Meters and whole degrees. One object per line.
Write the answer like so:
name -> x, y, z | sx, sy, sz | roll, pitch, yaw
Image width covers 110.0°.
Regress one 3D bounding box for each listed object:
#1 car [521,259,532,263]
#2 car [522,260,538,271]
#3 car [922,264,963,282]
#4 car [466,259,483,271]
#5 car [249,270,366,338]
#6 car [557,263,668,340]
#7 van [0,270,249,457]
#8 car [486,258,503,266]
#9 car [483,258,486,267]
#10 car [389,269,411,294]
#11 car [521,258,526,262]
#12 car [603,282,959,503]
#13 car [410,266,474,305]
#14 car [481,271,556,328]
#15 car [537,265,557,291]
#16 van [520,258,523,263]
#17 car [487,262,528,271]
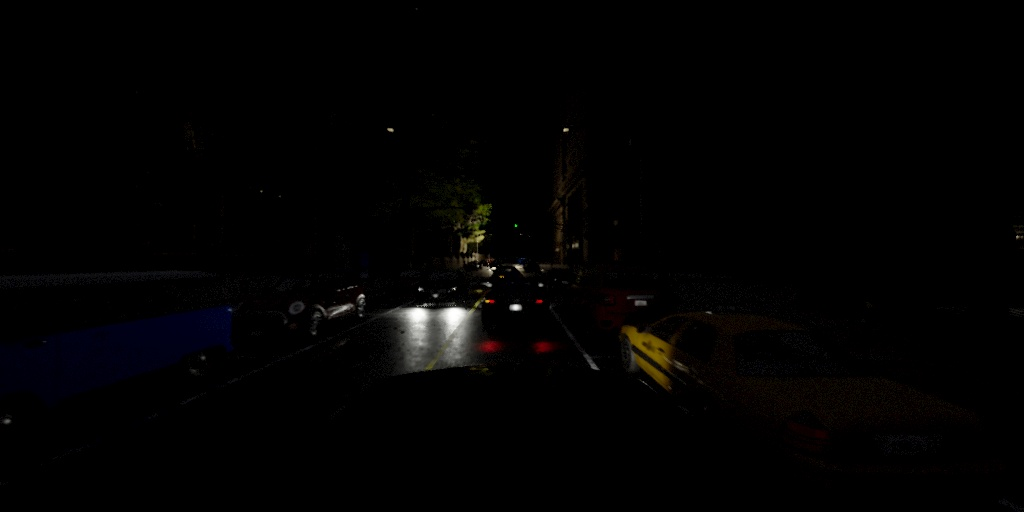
car -> 2.765, 1.542, 52.768 | 1.948, 1.339, 4.313 | 0, 0, 0
car -> 2.765, 1.520, 47.348 | 1.948, 1.339, 4.313 | 0, 0, 0
car -> 43.142, 1.790, 35.449 | 5.566, 2.045, 2.150 | 1, 0, 1
car -> -5.760, 1.528, 52.788 | 2.007, 1.370, 4.403 | 0, 0, 0
car -> -5.762, 1.230, 10.076 | 1.967, 1.591, 4.097 | 0, 0, 0
car -> 2.763, 1.105, 10.060 | 2.192, 1.841, 5.009 | 0, 0, 0
van -> -5.762, 1.105, 4.650 | 1.690, 1.789, 3.998 | 0, 0, 0
car -> -3.023, 1.501, 64.438 | 1.882, 1.535, 5.008 | 0, 0, 1
car -> -5.760, 1.439, 58.208 | 1.967, 1.591, 4.097 | 0, 0, 0
car -> -5.762, 1.422, 20.929 | 1.802, 1.307, 4.207 | 0, 0, 0
car -> 2.765, 1.524, 58.359 | 1.751, 1.417, 4.829 | 0, 0, 0
car -> 2.763, 1.290, 4.805 | 1.751, 1.417, 4.829 | 0, 0, 0
car -> -3.073, 1.347, 16.756 | 1.812, 1.442, 4.674 | 0, 0, 0
car -> 0.102, 1.360, 11.600 | 1.994, 1.385, 4.181 | 0, 0, 0
car -> 2.764, 1.406, 20.911 | 1.948, 1.339, 4.313 | 0, 0, 0
van -> 2.766, 1.361, 63.609 | 1.690, 1.789, 3.998 | 0, 0, 0
car -> -0.409, 1.383, 24.598 | 1.812, 1.442, 4.674 | 0, 0, -9
